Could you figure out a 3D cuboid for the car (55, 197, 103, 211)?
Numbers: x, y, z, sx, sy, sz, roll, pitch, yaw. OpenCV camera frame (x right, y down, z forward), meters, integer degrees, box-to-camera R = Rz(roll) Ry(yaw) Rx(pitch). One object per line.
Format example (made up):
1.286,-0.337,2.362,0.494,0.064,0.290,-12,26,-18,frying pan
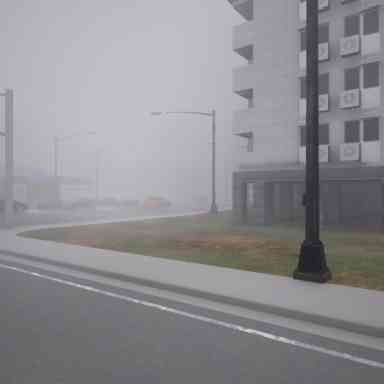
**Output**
-14.045,1.491,41.572,2.128,1.511,4.902,0,0,30,car

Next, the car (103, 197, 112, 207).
-13.337,1.478,51.662,1.882,1.535,5.008,0,0,16,car

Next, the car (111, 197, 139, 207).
-9.911,1.601,50.860,1.895,1.301,4.718,0,0,16,car

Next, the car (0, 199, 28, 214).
-19.348,1.478,33.714,1.882,1.535,5.008,0,0,36,car

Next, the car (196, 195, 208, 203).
2.049,1.353,69.977,2.097,1.767,4.553,0,0,-8,car

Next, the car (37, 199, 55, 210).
-17.560,1.564,42.491,1.994,1.385,4.181,0,0,31,car

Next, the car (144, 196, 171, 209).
-4.564,1.352,44.592,2.097,1.767,4.553,0,0,23,car
